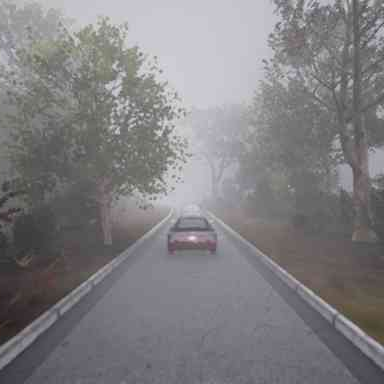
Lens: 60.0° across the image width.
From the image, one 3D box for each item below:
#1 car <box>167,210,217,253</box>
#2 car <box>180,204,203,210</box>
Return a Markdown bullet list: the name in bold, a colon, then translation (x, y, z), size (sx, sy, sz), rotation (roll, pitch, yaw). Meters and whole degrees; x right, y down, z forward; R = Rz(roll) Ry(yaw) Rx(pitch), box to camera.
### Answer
- **car**: translation (0.009, 1.699, 14.310), size (1.994, 1.385, 4.181), rotation (0, 0, 0)
- **car**: translation (-0.051, 1.802, 29.414), size (1.812, 1.442, 4.674), rotation (0, 0, 0)
